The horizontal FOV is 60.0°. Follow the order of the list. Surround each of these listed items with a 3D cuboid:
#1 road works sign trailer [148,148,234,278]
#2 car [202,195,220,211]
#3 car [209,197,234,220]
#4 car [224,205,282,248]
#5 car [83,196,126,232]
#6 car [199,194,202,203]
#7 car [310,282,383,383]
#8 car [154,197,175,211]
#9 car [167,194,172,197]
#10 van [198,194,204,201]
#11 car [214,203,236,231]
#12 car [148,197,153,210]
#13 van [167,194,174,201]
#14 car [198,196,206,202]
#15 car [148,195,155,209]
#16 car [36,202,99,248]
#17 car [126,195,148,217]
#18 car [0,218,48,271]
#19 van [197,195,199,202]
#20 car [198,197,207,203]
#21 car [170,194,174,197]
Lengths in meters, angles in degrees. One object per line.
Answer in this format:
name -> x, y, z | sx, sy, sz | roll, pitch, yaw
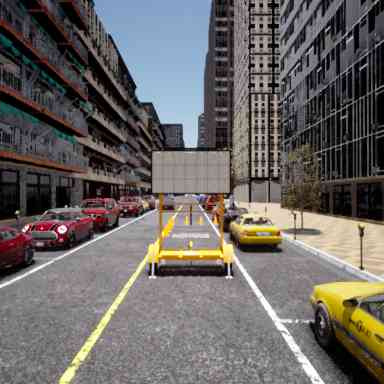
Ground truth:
road works sign trailer -> -0.030, 0.468, 10.081 | 2.380, 3.560, 2.880 | 0, 0, 0
car -> 2.559, 1.351, 37.212 | 2.192, 1.841, 5.009 | 0, 0, 0
car -> 2.600, 1.459, 25.884 | 1.967, 1.590, 4.097 | 0, 0, 0
car -> 2.642, 1.533, 14.728 | 1.752, 1.417, 4.829 | 0, 0, 0
car -> -5.757, 1.328, 20.191 | 2.192, 1.841, 5.009 | 0, 0, 0
car -> 2.516, 1.376, 48.537 | 2.192, 1.841, 5.009 | 0, 0, 0
car -> 2.684, 1.526, 3.402 | 1.752, 1.417, 4.829 | 0, 0, 0
car -> -3.152, 1.608, 41.179 | 1.994, 1.385, 4.181 | 0, 0, 0
car -> -5.950, 1.702, 71.159 | 1.947, 1.339, 4.313 | 0, 0, 0
van -> 2.367, 1.545, 88.180 | 1.690, 1.788, 3.998 | 0, 0, 0
car -> 2.621, 1.579, 20.221 | 1.947, 1.339, 4.313 | 0, 0, 0
car -> -5.822, 1.561, 37.011 | 1.752, 1.417, 4.829 | 0, 0, 0
van -> -6.034, 1.572, 93.813 | 1.690, 1.788, 3.998 | 0, 0, 0
car -> 2.388, 1.762, 82.516 | 1.802, 1.307, 4.206 | 0, 0, 0
car -> -5.842, 1.362, 42.844 | 2.192, 1.841, 5.009 | 0, 0, 0
car -> -5.737, 1.447, 14.527 | 1.967, 1.590, 4.097 | 0, 0, 0
car -> -5.800, 1.341, 31.516 | 2.192, 1.841, 5.009 | 0, 0, 0
car -> -5.717, 1.585, 8.864 | 1.802, 1.307, 4.206 | 0, 0, 0
van -> 2.431, 1.477, 71.191 | 1.690, 1.788, 3.998 | 0, 0, 0
car -> 2.410, 1.740, 76.854 | 1.802, 1.307, 4.206 | 0, 0, 0
car -> -6.013, 1.770, 88.148 | 1.947, 1.339, 4.313 | 0, 0, 0
